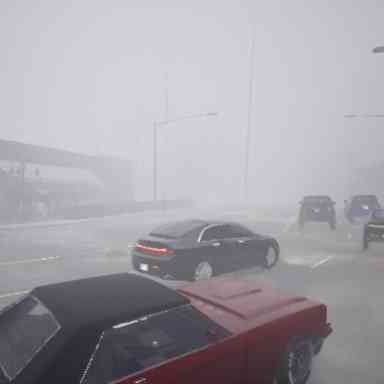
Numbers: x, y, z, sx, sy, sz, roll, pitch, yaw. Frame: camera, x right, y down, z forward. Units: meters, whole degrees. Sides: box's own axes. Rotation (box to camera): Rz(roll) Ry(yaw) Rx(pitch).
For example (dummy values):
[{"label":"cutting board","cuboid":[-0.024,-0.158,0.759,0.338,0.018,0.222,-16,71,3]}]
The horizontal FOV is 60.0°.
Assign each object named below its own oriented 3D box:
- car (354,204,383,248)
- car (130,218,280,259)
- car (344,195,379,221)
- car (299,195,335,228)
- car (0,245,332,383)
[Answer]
[{"label":"car","cuboid":[8.444,1.492,14.256,2.128,1.511,4.902,0,0,31]},{"label":"car","cuboid":[0.617,1.501,9.272,1.837,1.490,4.892,1,0,45]},{"label":"car","cuboid":[13.503,1.224,26.559,2.150,2.045,5.566,0,0,20]},{"label":"car","cuboid":[8.547,1.223,22.787,2.150,2.045,5.566,0,0,20]},{"label":"car","cuboid":[-0.533,1.601,3.532,4.718,1.301,1.895,0,0,-38]}]
